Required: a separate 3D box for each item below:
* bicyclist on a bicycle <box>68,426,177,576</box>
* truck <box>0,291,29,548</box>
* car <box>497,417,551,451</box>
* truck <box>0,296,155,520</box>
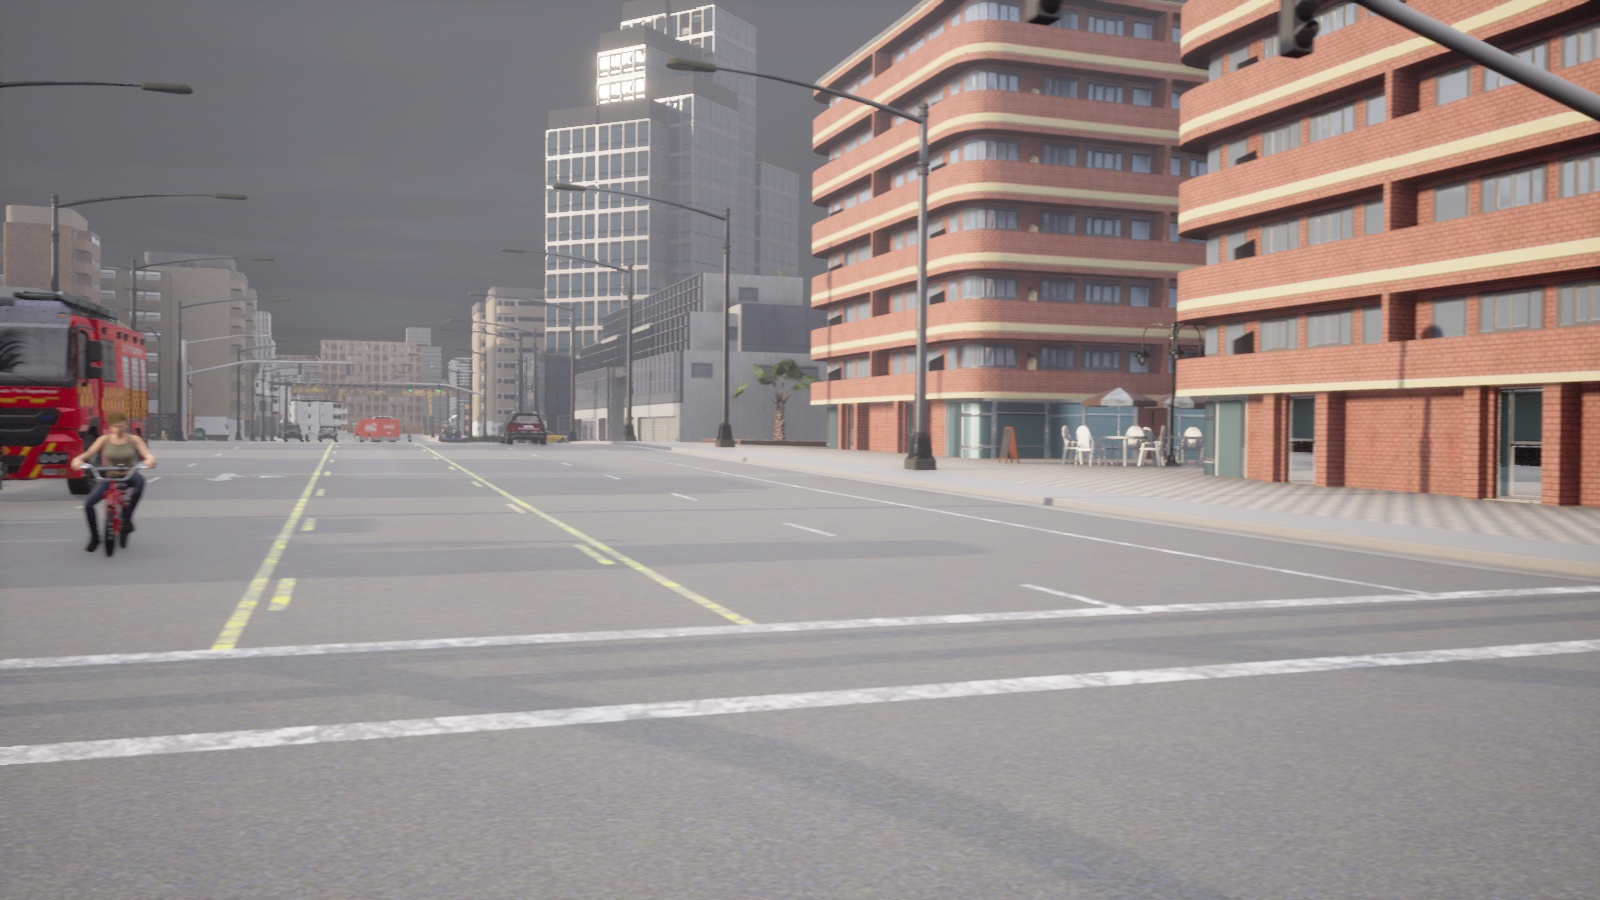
[{"bbox_3d":[-7.717,0.534,14.377,0.866,1.612,1.509,-1,2,-20],"label":"bicyclist on a bicycle"},{"bbox_3d":[-11.305,-0.346,14.151,2.891,3.462,7.936,-1,2,-20],"label":"truck"},{"bbox_3d":[-13.837,-0.803,62.821,2.033,1.649,4.856,-1,1,-20],"label":"car"},{"bbox_3d":[-15.331,-0.822,25.407,2.891,3.827,8.468,-1,2,-20],"label":"truck"}]
